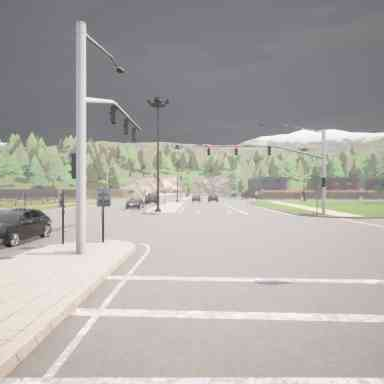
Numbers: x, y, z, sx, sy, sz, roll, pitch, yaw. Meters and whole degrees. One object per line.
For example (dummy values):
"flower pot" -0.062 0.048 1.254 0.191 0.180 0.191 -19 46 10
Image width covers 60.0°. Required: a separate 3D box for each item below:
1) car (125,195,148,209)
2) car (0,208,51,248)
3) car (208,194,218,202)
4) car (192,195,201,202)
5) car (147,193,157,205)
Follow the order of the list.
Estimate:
"car" -7.573 1.491 44.319 2.128 1.511 4.902 0 0 1
"car" -7.984 1.505 14.807 1.837 1.490 4.892 0 0 1
"car" 4.377 1.188 69.710 2.097 1.767 4.553 0 0 1
"car" 0.878 1.358 69.786 2.128 1.511 4.902 0 0 1
"car" -7.297 1.223 60.344 2.150 2.045 5.566 0 0 1
